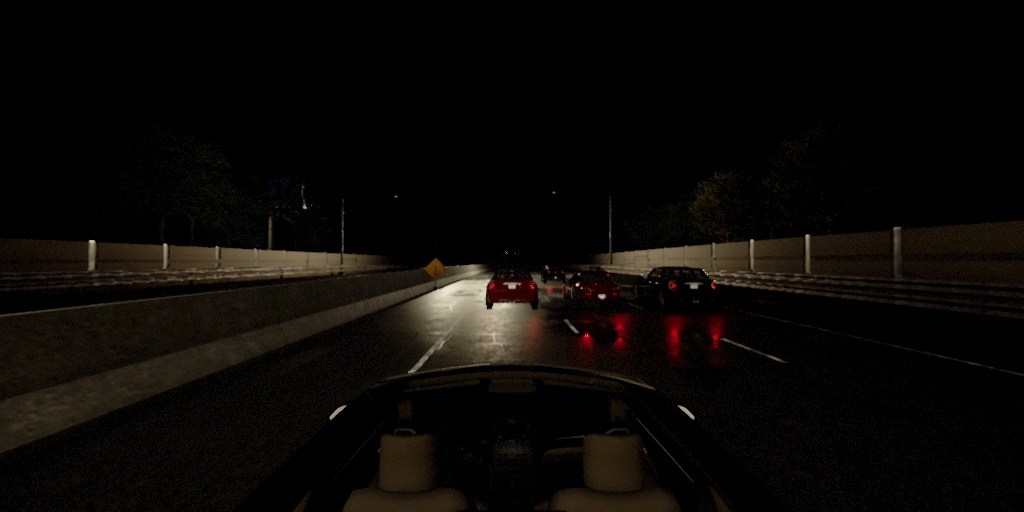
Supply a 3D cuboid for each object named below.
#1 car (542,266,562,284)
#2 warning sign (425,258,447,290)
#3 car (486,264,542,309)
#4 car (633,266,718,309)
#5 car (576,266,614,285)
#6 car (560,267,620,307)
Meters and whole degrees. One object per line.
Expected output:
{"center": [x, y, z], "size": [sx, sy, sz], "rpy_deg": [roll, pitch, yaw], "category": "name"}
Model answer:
{"center": [3.512, 1.569, 31.148], "size": [2.128, 1.511, 4.902], "rpy_deg": [0, -1, 0], "category": "car"}
{"center": [-4.545, 1.058, 21.212], "size": [1.300, 1.860, 1.060], "rpy_deg": [0, 0, 0], "category": "warning sign"}
{"center": [0.006, 1.237, 15.925], "size": [2.097, 1.767, 4.553], "rpy_deg": [0, -1, 0], "category": "car"}
{"center": [7.005, 1.237, 15.913], "size": [2.097, 1.767, 4.553], "rpy_deg": [0, -1, 0], "category": "car"}
{"center": [7.009, 1.620, 30.837], "size": [2.033, 1.411, 5.357], "rpy_deg": [0, -1, 0], "category": "car"}
{"center": [3.508, 1.416, 16.237], "size": [1.812, 1.442, 4.674], "rpy_deg": [0, 0, 0], "category": "car"}
